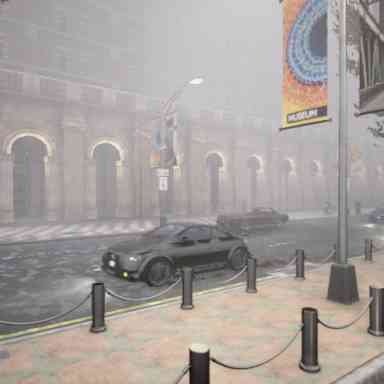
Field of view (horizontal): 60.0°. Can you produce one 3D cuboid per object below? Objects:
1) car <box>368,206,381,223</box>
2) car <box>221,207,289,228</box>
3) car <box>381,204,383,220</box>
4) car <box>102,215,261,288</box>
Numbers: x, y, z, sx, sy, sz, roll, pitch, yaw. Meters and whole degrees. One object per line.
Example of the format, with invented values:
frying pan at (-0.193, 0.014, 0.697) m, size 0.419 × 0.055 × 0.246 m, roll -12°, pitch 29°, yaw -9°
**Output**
car at (14.891, 1.520, 24.518) m, size 4.674 × 1.442 × 1.812 m, roll 0°, pitch 0°, yaw -36°
car at (3.756, 1.592, 20.467) m, size 4.718 × 1.301 × 1.895 m, roll 0°, pitch 0°, yaw -36°
car at (13.115, 1.346, 19.019) m, size 4.553 × 1.767 × 2.097 m, roll 0°, pitch 0°, yaw -36°
car at (-0.332, 1.563, 9.301) m, size 4.181 × 1.385 × 1.994 m, roll 0°, pitch 0°, yaw -36°
